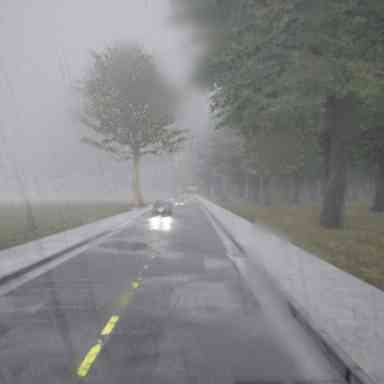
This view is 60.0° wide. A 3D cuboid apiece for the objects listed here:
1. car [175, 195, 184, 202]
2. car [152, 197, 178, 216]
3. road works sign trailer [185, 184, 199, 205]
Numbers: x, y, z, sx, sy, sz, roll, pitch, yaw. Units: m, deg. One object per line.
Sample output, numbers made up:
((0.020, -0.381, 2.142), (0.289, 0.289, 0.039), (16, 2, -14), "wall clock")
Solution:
((-2.754, 1.319, 73.421), (2.128, 1.511, 4.902), (0, 0, 0), "car")
((-2.845, 1.496, 32.829), (2.128, 1.511, 4.902), (0, 0, 0), "car")
((-0.001, 0.468, 57.712), (2.380, 3.560, 2.880), (0, 0, 0), "road works sign trailer")
